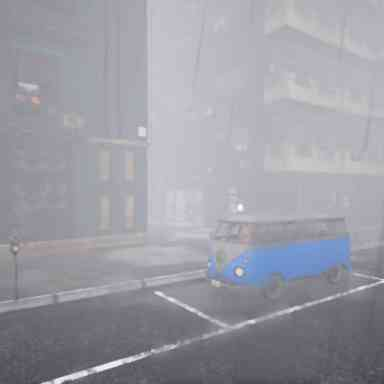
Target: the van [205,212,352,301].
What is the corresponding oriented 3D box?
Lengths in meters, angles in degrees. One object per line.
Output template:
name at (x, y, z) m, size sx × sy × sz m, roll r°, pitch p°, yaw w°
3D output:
van at (2.209, 1.402, 8.155) m, size 3.998 × 1.788 × 1.690 m, roll 1°, pitch -1°, yaw -35°
